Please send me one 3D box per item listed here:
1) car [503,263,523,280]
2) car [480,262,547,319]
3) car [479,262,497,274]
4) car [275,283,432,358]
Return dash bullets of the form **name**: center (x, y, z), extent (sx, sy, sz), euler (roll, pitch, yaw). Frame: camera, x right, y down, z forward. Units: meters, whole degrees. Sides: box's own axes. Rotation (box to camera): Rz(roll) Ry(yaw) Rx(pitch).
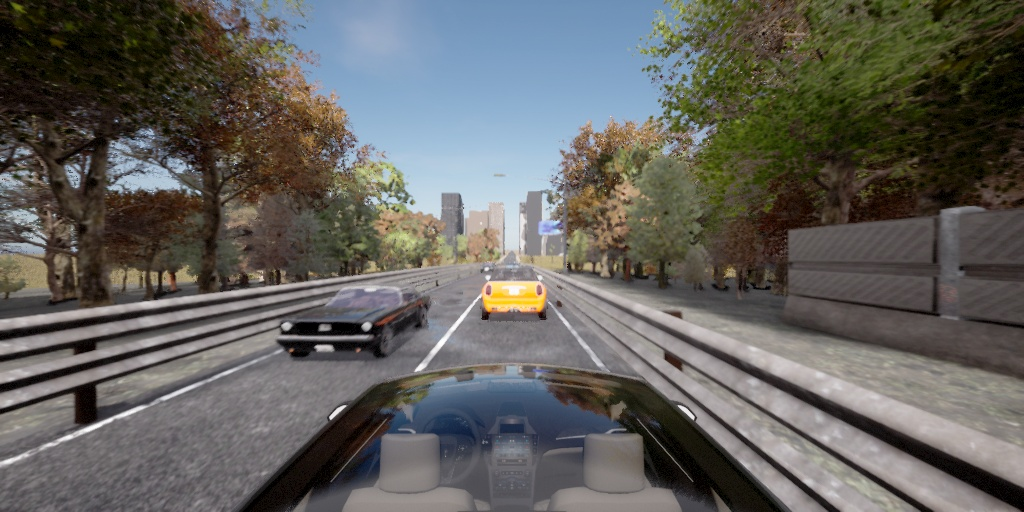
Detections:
- **car**: center (0.089, 1.451, 34.996), extent (1.837, 1.490, 4.892), euler (0, -1, 0)
- **car**: center (0.072, 1.118, 13.076), extent (2.097, 1.767, 4.553), euler (0, 0, 0)
- **car**: center (-3.336, 1.627, 49.890), extent (2.128, 1.511, 4.902), euler (0, -1, 0)
- **car**: center (-3.351, 1.355, 8.626), extent (1.895, 1.301, 4.718), euler (0, 0, 0)
